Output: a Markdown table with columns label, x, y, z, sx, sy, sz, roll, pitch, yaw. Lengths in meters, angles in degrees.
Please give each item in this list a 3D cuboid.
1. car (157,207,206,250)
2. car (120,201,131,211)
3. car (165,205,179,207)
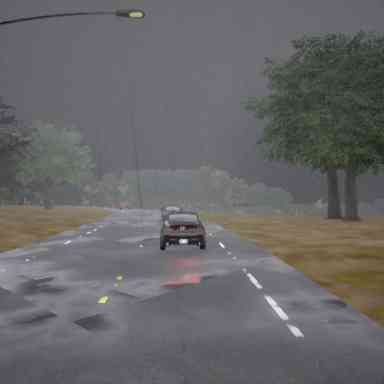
| label | x | y | z | sx | sy | sz | roll | pitch | yaw |
| --- | --- | --- | --- | --- | --- | --- | --- | --- | --- |
| car | -0.451 | 1.608 | 14.787 | 1.837 | 1.490 | 4.892 | 0 | -1 | -3 |
| car | -14.888 | 3.079 | 74.233 | 2.150 | 2.045 | 5.566 | 1 | -2 | -17 |
| car | -1.801 | 1.888 | 29.836 | 1.812 | 1.442 | 4.674 | 0 | -1 | -7 |
